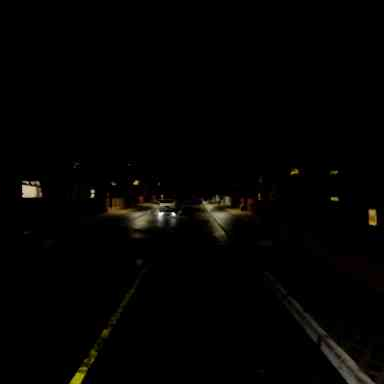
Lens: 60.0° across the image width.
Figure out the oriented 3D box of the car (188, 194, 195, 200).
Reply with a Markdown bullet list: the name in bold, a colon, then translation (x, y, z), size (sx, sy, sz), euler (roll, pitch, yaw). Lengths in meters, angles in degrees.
- **car**: translation (-0.032, 1.392, 91.128), size (1.837, 1.490, 4.892), euler (0, 0, 0)

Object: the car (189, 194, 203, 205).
- **car**: translation (0.940, 1.501, 60.846), size (1.882, 1.535, 5.008), euler (0, 0, 0)

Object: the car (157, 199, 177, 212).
- **car**: translation (-2.855, 1.551, 39.144), size (1.812, 1.442, 4.674), euler (0, 0, 0)

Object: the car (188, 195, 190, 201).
- **car**: translation (-0.027, 1.426, 78.609), size (1.994, 1.385, 4.181), euler (0, 0, 0)
